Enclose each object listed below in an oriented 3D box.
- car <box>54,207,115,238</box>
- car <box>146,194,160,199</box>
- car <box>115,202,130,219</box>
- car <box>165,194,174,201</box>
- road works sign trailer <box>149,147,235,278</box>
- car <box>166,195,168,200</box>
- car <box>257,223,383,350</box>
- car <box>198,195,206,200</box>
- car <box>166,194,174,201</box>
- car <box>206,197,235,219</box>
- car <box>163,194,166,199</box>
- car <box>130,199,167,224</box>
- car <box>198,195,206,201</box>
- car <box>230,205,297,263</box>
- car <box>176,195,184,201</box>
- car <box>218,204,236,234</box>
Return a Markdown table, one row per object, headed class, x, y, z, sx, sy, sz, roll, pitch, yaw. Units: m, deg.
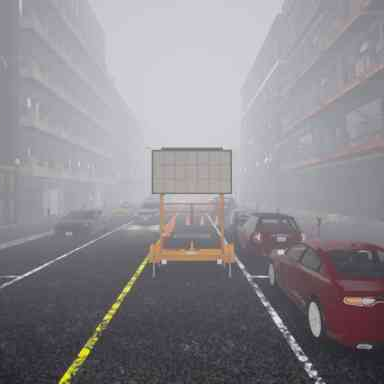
| class | x | y | z | sx | sy | sz | roll | pitch | yaw |
| --- | --- | --- | --- | --- | --- | --- | --- | --- | --- |
| car | -5.693 | 1.566 | 17.579 | 1.947 | 1.339 | 4.313 | 0 | 0 | 0 |
| car | -5.699 | 1.432 | 45.762 | 1.967 | 1.590 | 4.097 | 0 | 0 | 0 |
| car | -5.696 | 1.523 | 28.682 | 1.752 | 1.417 | 4.829 | 0 | 0 | 0 |
| car | -5.708 | 1.415 | 85.216 | 1.967 | 1.590 | 4.097 | 0 | 0 | 0 |
| road works sign trailer | -0.003 | 0.465 | 10.074 | 2.380 | 3.560 | 2.880 | 0 | 0 | 0 |
| car | -5.702 | 1.570 | 57.035 | 1.802 | 1.307 | 4.206 | 0 | 0 | 0 |
| car | 2.690 | 1.545 | 6.305 | 1.887 | 1.381 | 4.507 | 0 | 0 | 0 |
| car | 2.671 | 1.517 | 90.851 | 1.887 | 1.381 | 4.507 | 0 | 0 | 0 |
| car | -5.706 | 1.293 | 79.581 | 2.192 | 1.841 | 5.009 | 0 | 0 | 0 |
| car | 2.686 | 1.313 | 28.851 | 2.192 | 1.841 | 5.009 | 0 | 0 | 0 |
| car | -5.700 | 1.305 | 51.399 | 2.192 | 1.841 | 5.009 | 0 | 0 | 0 |
| car | -3.106 | 1.524 | 24.660 | 1.812 | 1.442 | 4.674 | 0 | 0 | 0 |
| car | 2.674 | 1.503 | 79.748 | 1.752 | 1.417 | 4.829 | 0 | 0 | 0 |
| car | 2.689 | 1.440 | 11.942 | 1.967 | 1.590 | 4.097 | 0 | 0 | 0 |
| car | -3.020 | 1.467 | 84.250 | 2.128 | 1.511 | 4.902 | 0 | 0 | 0 |
| car | 2.688 | 1.550 | 17.577 | 2.008 | 1.369 | 4.403 | 0 | 0 | 0 |
